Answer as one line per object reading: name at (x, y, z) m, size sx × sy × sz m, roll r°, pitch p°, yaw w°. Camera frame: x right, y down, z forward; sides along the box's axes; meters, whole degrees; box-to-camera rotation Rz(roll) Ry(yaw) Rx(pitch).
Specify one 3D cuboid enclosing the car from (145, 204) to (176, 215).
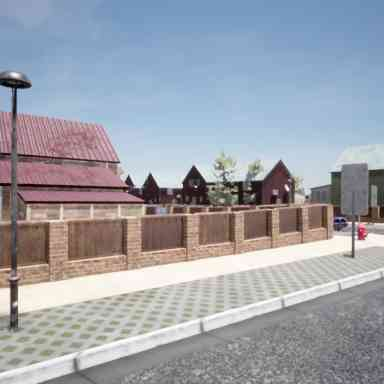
car at (-4.266, 2.258, 39.667) m, size 2.097 × 1.767 × 4.553 m, roll 1°, pitch -2°, yaw -36°

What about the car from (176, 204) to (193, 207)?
car at (-1.329, 2.292, 40.615) m, size 2.097 × 1.767 × 4.553 m, roll 1°, pitch -2°, yaw -36°

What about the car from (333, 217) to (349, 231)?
car at (8.013, 1.923, 22.620) m, size 1.895 × 1.301 × 4.718 m, roll 1°, pitch -2°, yaw -36°
